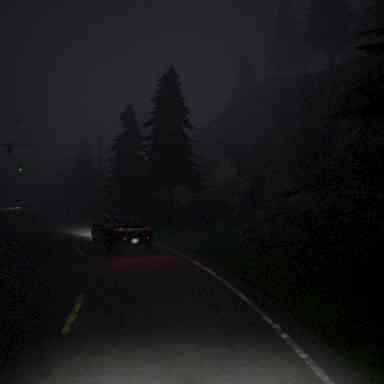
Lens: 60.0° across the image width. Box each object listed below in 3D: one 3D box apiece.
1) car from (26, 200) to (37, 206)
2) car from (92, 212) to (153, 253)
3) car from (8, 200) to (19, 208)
[{"bbox_3d":[-34.779,2.307,71.974,1.994,1.385,4.181,0,-1,-29],"label":"car"},{"bbox_3d":[-3.182,1.639,14.647,2.128,1.511,4.902,0,0,-26],"label":"car"},{"bbox_3d":[-34.384,2.210,64.021,2.128,1.511,4.902,0,-1,-29],"label":"car"}]
